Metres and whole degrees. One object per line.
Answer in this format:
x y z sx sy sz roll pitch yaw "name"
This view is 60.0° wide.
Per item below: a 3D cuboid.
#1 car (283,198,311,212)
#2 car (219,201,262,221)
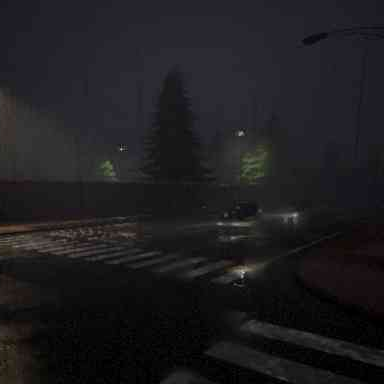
12.137 1.496 38.233 2.128 1.511 4.902 -1 0 38 "car"
4.078 1.546 27.658 2.128 1.511 4.902 -1 0 37 "car"
